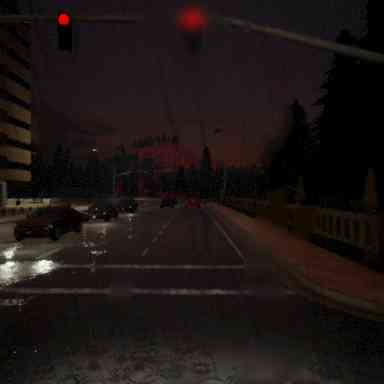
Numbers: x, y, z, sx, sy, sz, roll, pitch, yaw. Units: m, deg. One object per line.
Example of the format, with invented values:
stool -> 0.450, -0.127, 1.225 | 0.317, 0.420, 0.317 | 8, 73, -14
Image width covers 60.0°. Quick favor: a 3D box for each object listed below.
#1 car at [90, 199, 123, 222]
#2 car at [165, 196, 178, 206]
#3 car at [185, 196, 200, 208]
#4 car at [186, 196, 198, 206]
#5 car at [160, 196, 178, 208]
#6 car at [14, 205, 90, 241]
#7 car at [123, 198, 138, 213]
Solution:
car -> -7.083, 1.519, 26.336 | 1.812, 1.442, 4.674 | 0, 0, 0
car -> -3.494, 1.434, 56.185 | 1.882, 1.535, 5.008 | 0, 0, 0
car -> 0.105, 1.317, 47.413 | 2.097, 1.767, 4.553 | 0, 0, 0
car -> 0.005, 1.480, 56.427 | 1.812, 1.442, 4.674 | 0, 0, 0
car -> -3.389, 1.515, 46.217 | 2.033, 1.411, 5.357 | 0, 0, 0
car -> -7.087, 1.482, 16.949 | 1.882, 1.535, 5.008 | 0, 0, 0
car -> -7.075, 1.487, 36.429 | 1.837, 1.490, 4.892 | 0, 0, 0
